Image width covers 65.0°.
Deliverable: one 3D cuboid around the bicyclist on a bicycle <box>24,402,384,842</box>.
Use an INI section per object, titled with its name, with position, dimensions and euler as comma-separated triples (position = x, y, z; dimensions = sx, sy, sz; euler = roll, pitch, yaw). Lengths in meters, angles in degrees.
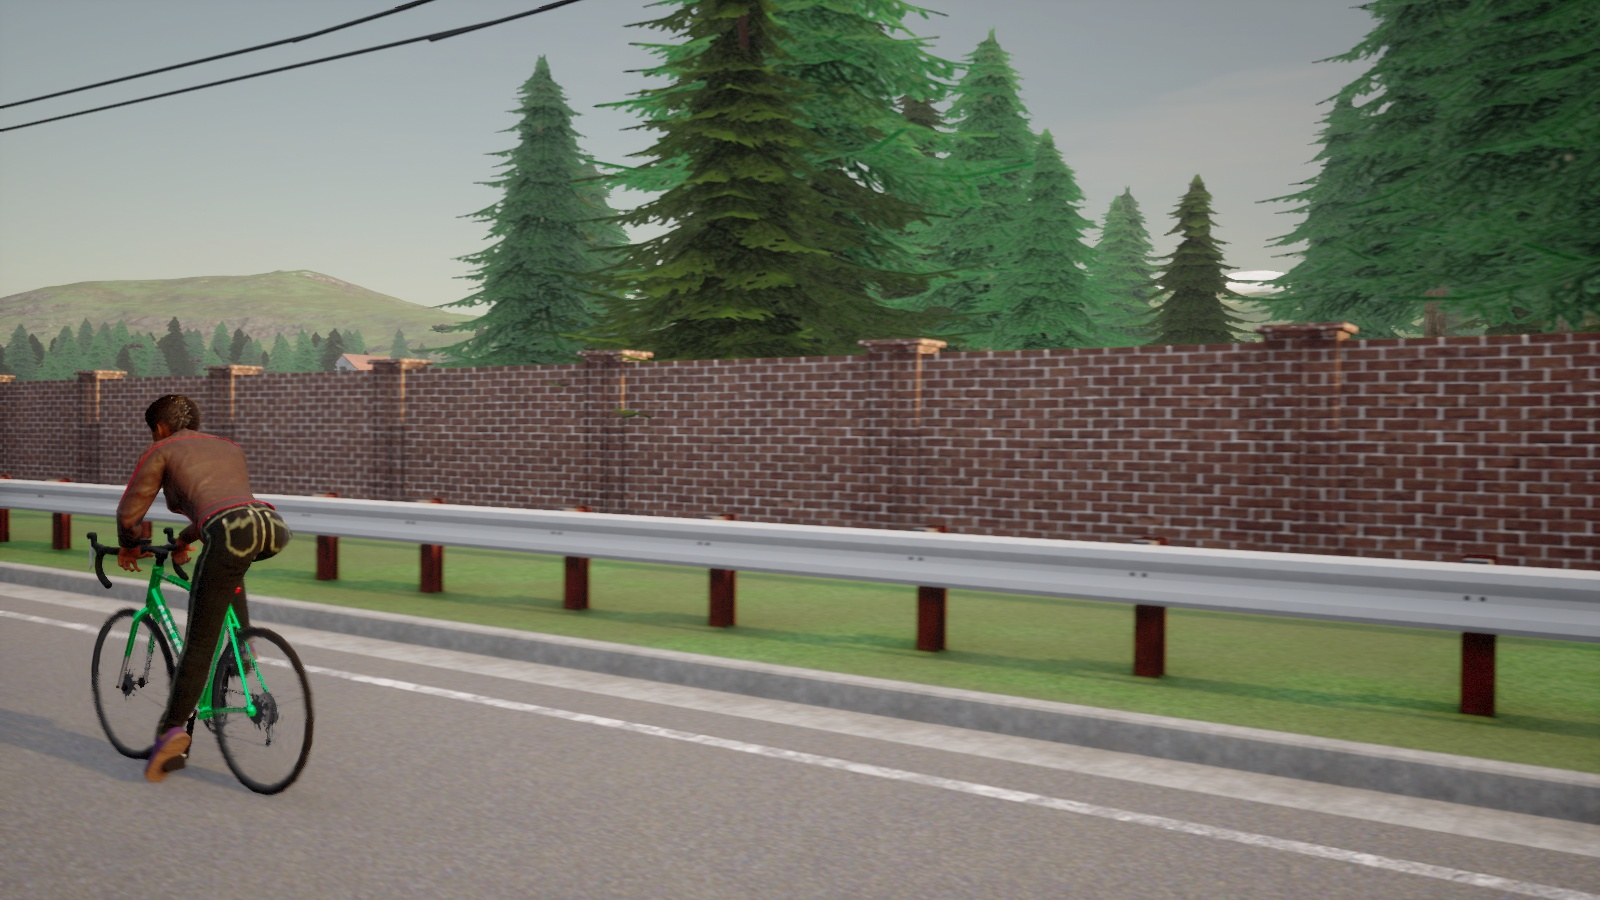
[bicyclist on a bicycle]
position = -2.554, 0.635, 5.319
dimensions = 1.656, 1.620, 0.582
euler = 0, 1, 34
